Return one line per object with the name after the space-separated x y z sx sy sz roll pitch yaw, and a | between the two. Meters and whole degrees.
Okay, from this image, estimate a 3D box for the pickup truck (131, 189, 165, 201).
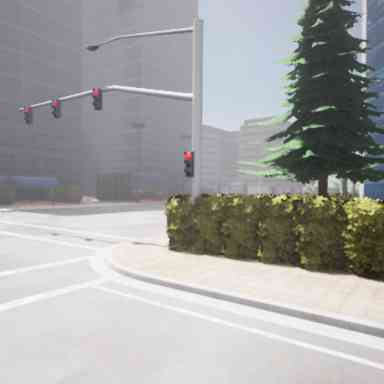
-7.797 0.509 56.269 6.274 2.098 2.390 0 1 -24 | pickup truck
